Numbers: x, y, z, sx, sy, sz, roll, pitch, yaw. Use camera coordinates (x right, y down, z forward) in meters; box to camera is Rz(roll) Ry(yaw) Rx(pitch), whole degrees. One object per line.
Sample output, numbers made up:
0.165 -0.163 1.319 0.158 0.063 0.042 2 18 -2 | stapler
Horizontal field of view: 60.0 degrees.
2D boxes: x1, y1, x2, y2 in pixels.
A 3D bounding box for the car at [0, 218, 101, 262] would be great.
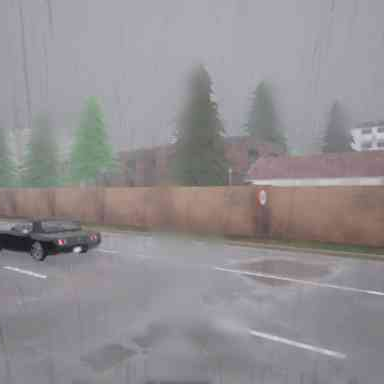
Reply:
-5.569 1.606 12.241 4.718 1.301 1.895 0 0 36 | car
